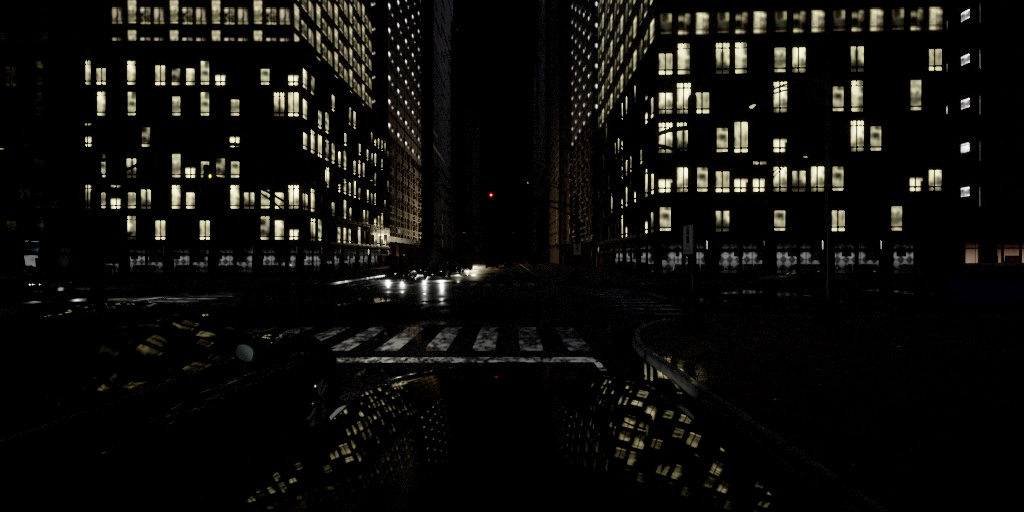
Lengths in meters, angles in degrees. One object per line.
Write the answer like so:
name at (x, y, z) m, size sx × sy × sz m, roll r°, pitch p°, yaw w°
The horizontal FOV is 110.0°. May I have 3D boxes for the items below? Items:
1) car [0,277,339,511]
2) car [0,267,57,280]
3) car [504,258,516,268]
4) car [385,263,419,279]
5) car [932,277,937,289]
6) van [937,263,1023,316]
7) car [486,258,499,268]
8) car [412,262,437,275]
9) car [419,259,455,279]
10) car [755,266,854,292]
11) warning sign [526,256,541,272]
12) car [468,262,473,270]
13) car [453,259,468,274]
car at (-3.155, 1.102, 2.560) m, size 2.097 × 1.767 × 4.553 m, roll 0°, pitch 0°, yaw 0°
car at (-23.089, 1.250, 16.389) m, size 4.902 × 1.511 × 2.128 m, roll 0°, pitch 0°, yaw 0°
car at (-0.401, 1.426, 63.832) m, size 1.994 × 1.385 × 4.181 m, roll 0°, pitch 0°, yaw 0°
car at (-10.051, 1.343, 32.799) m, size 1.994 × 1.385 × 4.181 m, roll 0°, pitch 0°, yaw 0°
car at (26.802, 1.357, 20.522) m, size 4.207 × 1.307 × 1.802 m, roll 0°, pitch 0°, yaw 2°
van at (18.288, 1.119, 12.779) m, size 3.998 × 1.789 × 1.690 m, roll 0°, pitch 0°, yaw 2°
car at (-3.545, 1.214, 63.651) m, size 2.097 × 1.767 × 4.553 m, roll 0°, pitch 0°, yaw -1°
car at (-10.100, 1.361, 41.707) m, size 1.994 × 1.385 × 4.181 m, roll 0°, pitch 0°, yaw 0°
car at (-6.800, 1.305, 32.955) m, size 1.812 × 1.442 × 4.674 m, roll 0°, pitch 0°, yaw 0°
car at (16.964, 1.293, 20.942) m, size 4.829 × 1.417 × 1.751 m, roll 0°, pitch 0°, yaw 2°
warning sign at (2.598, 0.910, 40.836) m, size 1.300 × 1.860 × 1.060 m, roll 0°, pitch 0°, yaw 0°
car at (-6.917, 1.390, 52.807) m, size 1.994 × 1.385 × 4.181 m, roll 0°, pitch 0°, yaw 0°
car at (-6.864, 1.277, 42.828) m, size 1.882 × 1.535 × 5.008 m, roll 0°, pitch 0°, yaw 0°
